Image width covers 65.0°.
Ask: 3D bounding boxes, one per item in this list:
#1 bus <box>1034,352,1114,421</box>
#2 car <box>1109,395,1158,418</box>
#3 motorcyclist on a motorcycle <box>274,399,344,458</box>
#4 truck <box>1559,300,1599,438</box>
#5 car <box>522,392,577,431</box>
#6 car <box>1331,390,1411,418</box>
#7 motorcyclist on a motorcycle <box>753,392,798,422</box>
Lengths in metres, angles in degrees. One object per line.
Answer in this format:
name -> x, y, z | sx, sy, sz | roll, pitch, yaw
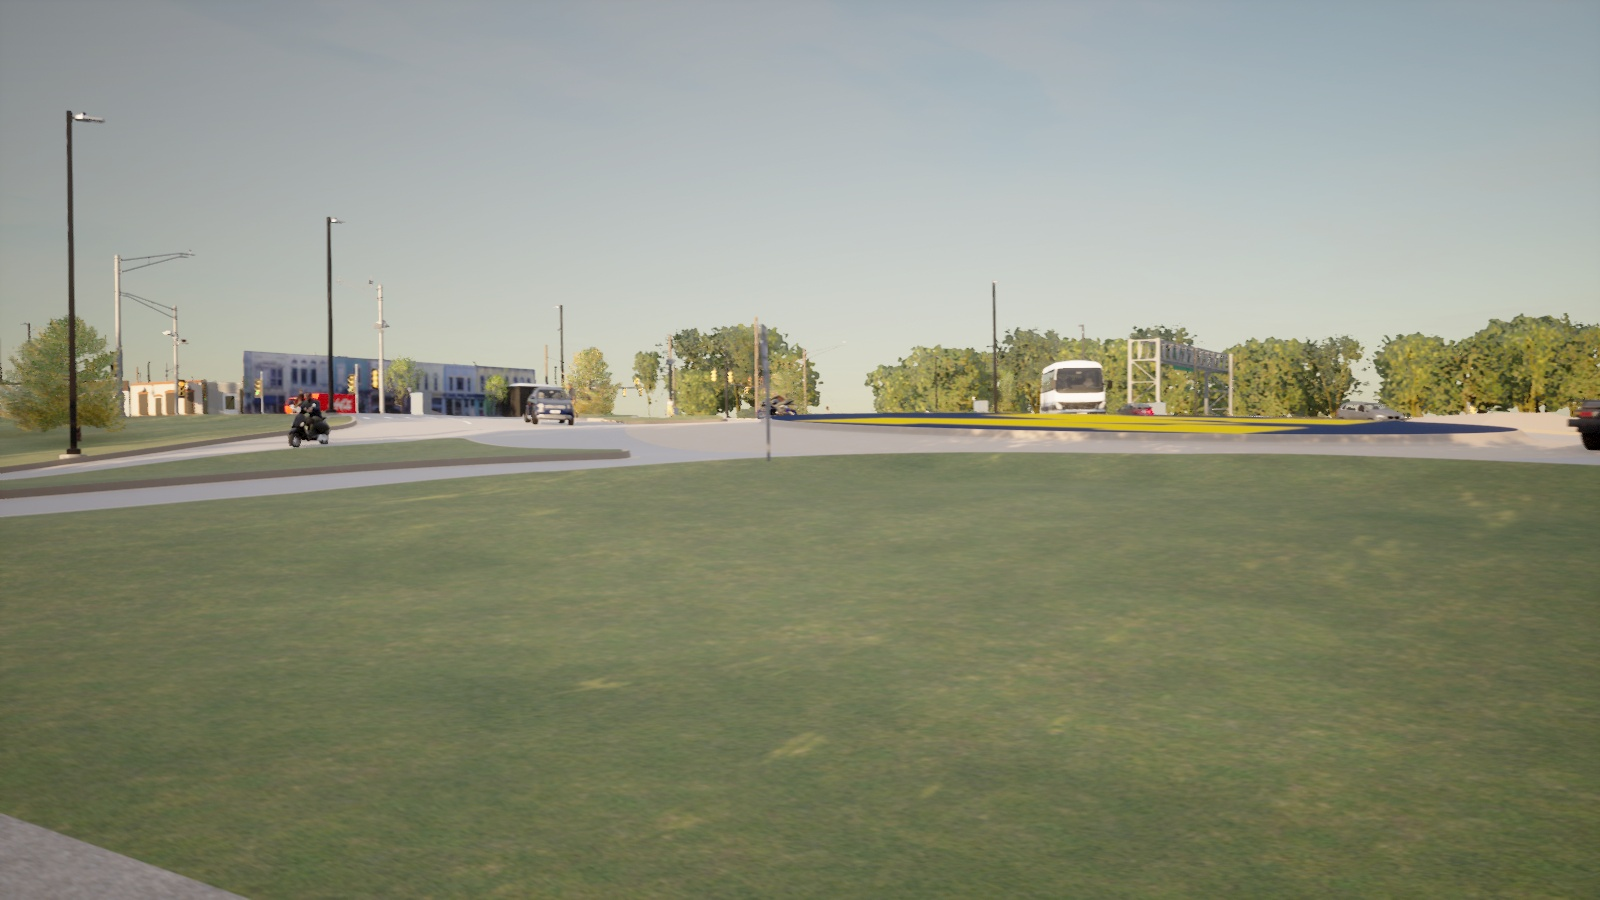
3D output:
bus -> 18.294, -4.132, 84.558 | 3.944, 4.253, 10.273 | -2, 1, 6
car -> 24.326, -3.135, 91.712 | 2.007, 1.525, 4.514 | -2, 1, -4
motorcyclist on a motorcycle -> -14.136, -0.630, 36.196 | 0.866, 1.590, 1.817 | -2, 3, 15
truck -> 23.773, -2.113, 33.207 | 7.936, 3.462, 2.891 | -1, 2, -30
car -> -10.496, -1.641, 52.480 | 1.789, 1.549, 3.705 | 0, 3, -19
car -> 35.747, -2.888, 78.741 | 2.242, 1.667, 4.611 | 0, 2, -13
motorcyclist on a motorcycle -> -1.290, -2.253, 66.532 | 2.191, 1.530, 0.866 | 0, 0, 13
